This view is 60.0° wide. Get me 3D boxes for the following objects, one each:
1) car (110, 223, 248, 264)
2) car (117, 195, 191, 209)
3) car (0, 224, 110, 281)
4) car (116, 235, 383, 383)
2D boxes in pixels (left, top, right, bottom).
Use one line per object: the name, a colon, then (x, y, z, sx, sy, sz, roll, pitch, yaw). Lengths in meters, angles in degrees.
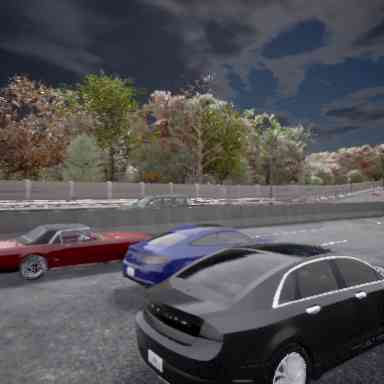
car: (0.567, 1.532, 8.454, 4.674, 1.442, 1.812, 0, 0, -35)
car: (-2.661, 1.238, 23.586, 5.566, 2.045, 2.150, 0, 0, -35)
car: (-3.411, 1.604, 9.913, 4.718, 1.301, 1.895, 0, 0, -36)
car: (1.593, 1.510, 4.885, 4.892, 1.490, 1.837, 0, 0, -36)
